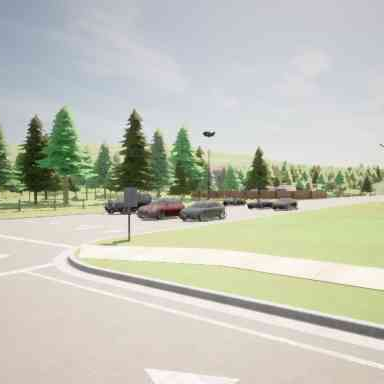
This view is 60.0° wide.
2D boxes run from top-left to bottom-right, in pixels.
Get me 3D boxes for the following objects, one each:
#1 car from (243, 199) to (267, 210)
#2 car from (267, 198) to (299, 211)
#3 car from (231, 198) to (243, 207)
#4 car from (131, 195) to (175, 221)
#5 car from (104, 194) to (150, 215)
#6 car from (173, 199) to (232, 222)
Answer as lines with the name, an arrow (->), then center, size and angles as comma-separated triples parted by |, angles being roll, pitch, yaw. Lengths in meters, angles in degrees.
car -> 8.870, 1.601, 43.058 | 1.895, 1.301, 4.718 | 0, 0, 36
car -> 11.429, 1.478, 40.627 | 1.882, 1.535, 5.008 | 0, 0, 36
car -> 6.811, 1.601, 52.055 | 1.895, 1.301, 4.718 | 0, 0, 37
car -> -2.448, 1.352, 27.631 | 2.097, 1.767, 4.553 | 0, 0, 36
car -> -6.338, 1.221, 34.177 | 2.150, 2.045, 5.566 | 0, 0, 35
car -> 0.950, 1.504, 26.346 | 1.837, 1.490, 4.892 | 0, 0, 36
